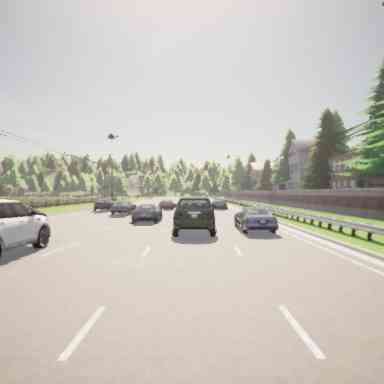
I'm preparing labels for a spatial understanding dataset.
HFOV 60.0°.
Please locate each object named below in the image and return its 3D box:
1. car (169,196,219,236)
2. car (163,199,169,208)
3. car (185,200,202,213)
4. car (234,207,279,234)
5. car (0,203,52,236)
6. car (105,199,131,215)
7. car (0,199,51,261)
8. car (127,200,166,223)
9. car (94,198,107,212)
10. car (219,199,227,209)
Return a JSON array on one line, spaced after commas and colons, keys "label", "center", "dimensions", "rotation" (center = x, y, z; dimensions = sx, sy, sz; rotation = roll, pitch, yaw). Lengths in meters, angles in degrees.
[{"label": "car", "center": [0.114, 1.235, 18.593], "dimensions": [2.150, 2.045, 5.566], "rotation": [0, 0, 0]}, {"label": "car", "center": [-3.368, 1.596, 44.997], "dimensions": [1.994, 1.385, 4.181], "rotation": [0, 0, 0]}, {"label": "car", "center": [0.127, 1.629, 39.300], "dimensions": [1.895, 1.301, 4.718], "rotation": [0, 0, 0]}, {"label": "car", "center": [3.614, 1.561, 19.437], "dimensions": [2.033, 1.411, 5.357], "rotation": [0, 0, 0]}, {"label": "car", "center": [-10.386, 1.508, 19.724], "dimensions": [2.128, 1.511, 4.902], "rotation": [0, 0, 0]}, {"label": "car", "center": [-6.876, 1.572, 33.764], "dimensions": [2.033, 1.411, 5.357], "rotation": [0, 0, 0]}, {"label": "car", "center": [-6.892, 1.231, 11.369], "dimensions": [2.150, 2.045, 5.566], "rotation": [0, 0, 0]}, {"label": "car", "center": [-3.382, 1.582, 25.549], "dimensions": [1.994, 1.385, 4.181], "rotation": [0, 0, 0]}, {"label": "car", "center": [-10.378, 1.536, 39.946], "dimensions": [1.837, 1.490, 4.892], "rotation": [0, 0, 0]}, {"label": "car", "center": [3.632, 1.595, 45.204], "dimensions": [1.994, 1.385, 4.181], "rotation": [0, 0, 0]}]
